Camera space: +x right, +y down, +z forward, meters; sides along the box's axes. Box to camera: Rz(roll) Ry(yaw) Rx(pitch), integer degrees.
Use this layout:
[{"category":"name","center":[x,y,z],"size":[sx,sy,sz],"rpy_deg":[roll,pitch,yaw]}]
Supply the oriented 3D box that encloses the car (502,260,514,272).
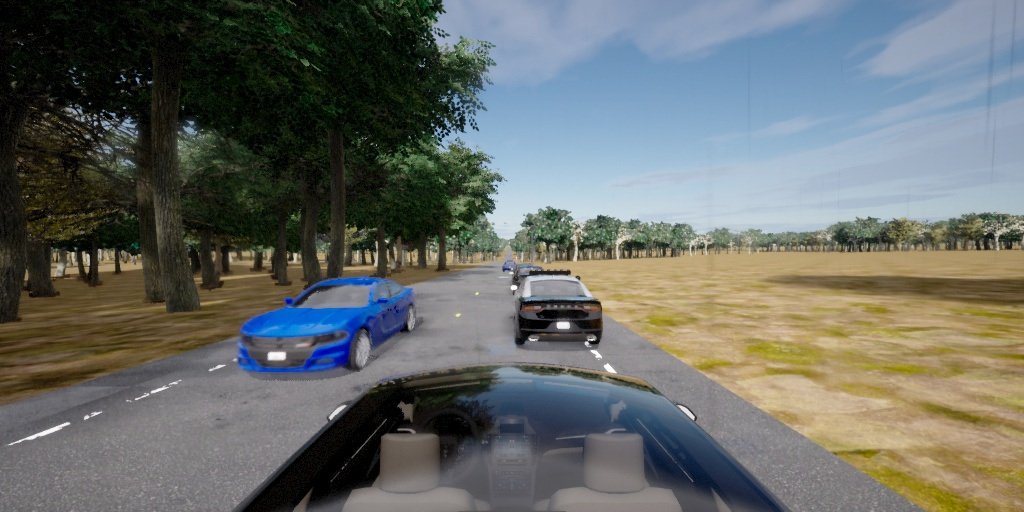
[{"category":"car","center":[-0.253,1.347,47.265],"size":[1.994,1.385,4.181],"rpy_deg":[0,0,0]}]

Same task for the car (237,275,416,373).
[{"category":"car","center":[-3.537,1.226,7.869],"size":[1.882,1.535,5.008],"rpy_deg":[0,0,0]}]

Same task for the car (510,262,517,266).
[{"category":"car","center":[0.940,1.256,19.569],"size":[1.837,1.490,4.892],"rpy_deg":[0,0,0]}]

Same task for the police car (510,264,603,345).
[{"category":"police car","center":[1.001,1.173,9.676],"size":[1.930,1.638,5.238],"rpy_deg":[0,0,0]}]

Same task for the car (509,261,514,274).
[{"category":"car","center":[0.903,1.279,25.572],"size":[1.812,1.442,4.674],"rpy_deg":[0,0,0]}]
